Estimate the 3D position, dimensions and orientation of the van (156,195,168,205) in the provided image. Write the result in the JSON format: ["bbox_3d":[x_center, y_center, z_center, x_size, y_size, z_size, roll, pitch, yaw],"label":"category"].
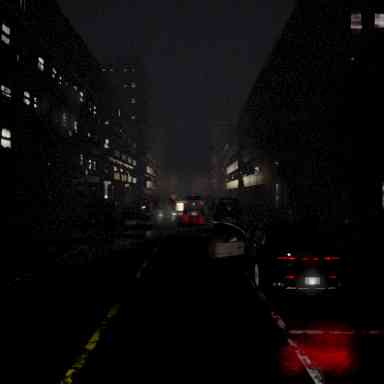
[{"bbox_3d":[-5.466,1.430,61.209,1.690,1.788,3.998,0,0,0],"label":"van"}]

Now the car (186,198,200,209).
[{"bbox_3d":[0.202,1.559,46.238,1.837,1.490,4.892,0,0,1],"label":"car"}]

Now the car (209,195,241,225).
[{"bbox_3d":[2.792,1.338,27.038,2.192,1.841,5.009,0,0,0],"label":"car"}]

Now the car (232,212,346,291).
[{"bbox_3d":[2.386,1.508,8.989,1.837,1.490,4.892,0,0,0],"label":"car"}]

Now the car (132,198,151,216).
[{"bbox_3d":[-5.569,1.582,32.760,2.008,1.369,4.403,0,0,0],"label":"car"}]

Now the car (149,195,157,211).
[{"bbox_3d":[-5.548,1.480,38.451,1.967,1.590,4.097,0,0,0],"label":"car"}]

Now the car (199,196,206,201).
[{"bbox_3d":[3.034,1.786,95.318,1.802,1.307,4.206,0,0,0],"label":"car"}]

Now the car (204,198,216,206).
[{"bbox_3d":[2.892,1.656,55.488,1.802,1.307,4.206,0,0,0],"label":"car"}]

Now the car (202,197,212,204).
[{"bbox_3d":[2.932,1.650,66.867,1.887,1.381,4.507,0,0,0],"label":"car"}]

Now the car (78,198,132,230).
[{"bbox_3d":[-5.609,1.330,21.379,2.192,1.841,5.009,0,0,0],"label":"car"}]

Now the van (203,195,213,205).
[{"bbox_3d":[2.914,1.430,61.177,1.690,1.788,3.998,0,0,0],"label":"van"}]

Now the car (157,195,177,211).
[{"bbox_3d":[-2.954,1.522,41.209,1.882,1.535,5.008,0,0,0],"label":"car"}]

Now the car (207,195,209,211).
[{"bbox_3d":[2.832,1.480,38.418,1.967,1.590,4.097,0,0,0],"label":"car"}]

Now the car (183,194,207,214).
[{"bbox_3d":[0.197,1.258,35.980,2.150,2.045,5.566,0,0,1],"label":"car"}]

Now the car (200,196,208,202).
[{"bbox_3d":[2.993,1.744,83.937,1.802,1.307,4.206,0,0,0],"label":"car"}]

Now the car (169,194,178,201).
[{"bbox_3d":[-5.345,1.519,95.350,2.192,1.841,5.009,0,0,0],"label":"car"}]
